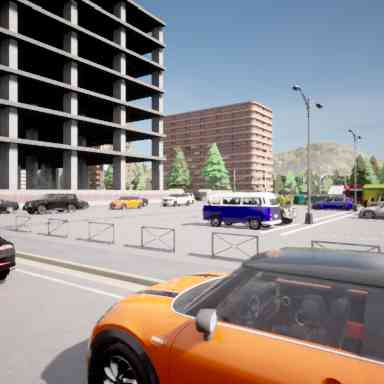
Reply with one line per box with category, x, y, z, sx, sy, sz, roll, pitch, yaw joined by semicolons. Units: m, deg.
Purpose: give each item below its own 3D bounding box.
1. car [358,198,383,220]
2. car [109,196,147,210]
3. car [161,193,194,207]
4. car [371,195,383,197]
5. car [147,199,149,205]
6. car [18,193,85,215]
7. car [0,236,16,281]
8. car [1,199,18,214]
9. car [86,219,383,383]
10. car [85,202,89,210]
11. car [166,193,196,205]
car;14.613;1.395;24.802;3.806;1.475;1.970;0;0;36
car;-8.373;1.296;42.337;2.097;1.767;4.553;0;0;35
car;-2.296;1.166;50.921;2.150;2.045;5.566;0;0;35
car;17.819;1.153;29.367;4.605;1.855;1.932;0;0;36
car;-8.390;1.436;48.379;2.128;1.511;4.902;0;0;35
car;-14.250;1.166;34.009;2.150;2.045;5.566;0;0;35
car;-6.477;1.491;8.564;4.902;1.511;2.128;0;0;35
car;-19.556;1.436;32.578;2.128;1.511;4.902;0;0;36
car;1.036;1.352;3.250;4.553;1.767;2.097;0;0;35
car;-14.414;1.508;39.852;1.994;1.385;4.181;0;0;35
car;-1.809;1.165;57.629;2.150;2.045;5.566;0;0;36
